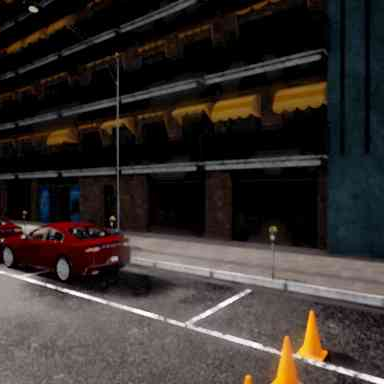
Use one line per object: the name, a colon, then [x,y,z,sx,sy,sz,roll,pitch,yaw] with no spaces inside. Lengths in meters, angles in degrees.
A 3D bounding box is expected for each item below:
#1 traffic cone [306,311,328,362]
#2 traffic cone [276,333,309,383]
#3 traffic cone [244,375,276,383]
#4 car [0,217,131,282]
traffic cone: [1.669,1.956,4.624,0.340,0.580,0.340,0,0,35]
traffic cone: [1.089,1.956,3.810,0.340,0.580,0.340,0,0,35]
traffic cone: [0.508,1.956,2.996,0.340,0.580,0.340,0,0,35]
car: [-3.764,1.549,9.682,4.507,1.381,1.887,0,0,35]
